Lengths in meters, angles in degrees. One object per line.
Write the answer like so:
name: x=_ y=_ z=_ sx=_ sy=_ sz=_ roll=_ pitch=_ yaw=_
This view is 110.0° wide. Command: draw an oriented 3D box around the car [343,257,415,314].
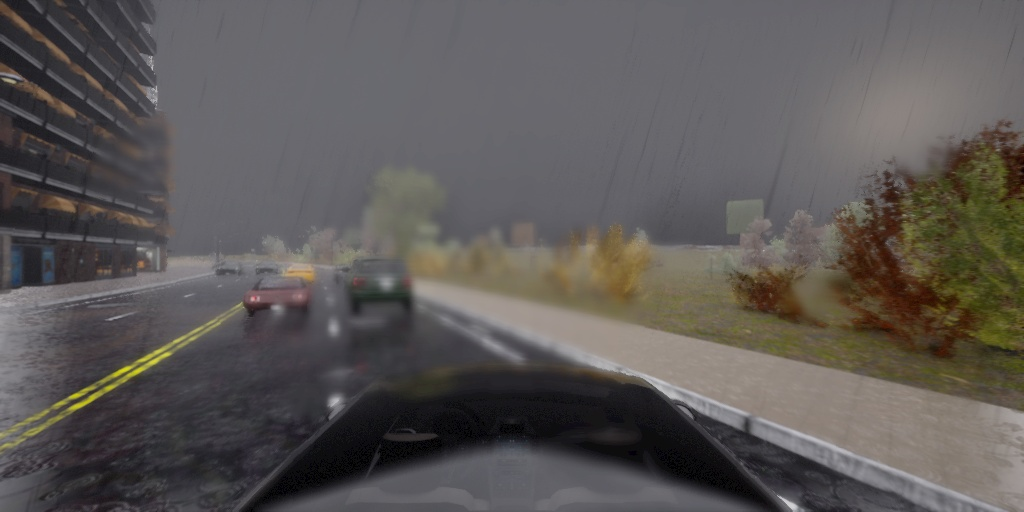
car: x=-5.527 y=1.078 z=14.735 sx=2.150 sy=2.045 sz=5.566 roll=0 pitch=0 yaw=-27

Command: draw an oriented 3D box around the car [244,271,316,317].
car: x=-8.683 y=1.450 z=13.765 sx=1.895 sy=1.301 sz=4.718 roll=0 pitch=0 yaw=-27

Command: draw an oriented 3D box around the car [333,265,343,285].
car: x=-13.271 y=1.455 z=29.090 sx=2.128 sy=1.511 sz=4.902 roll=0 pitch=0 yaw=-29

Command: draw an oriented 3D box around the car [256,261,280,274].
car: x=-28.711 y=1.420 z=42.291 sx=2.097 sy=1.767 sz=4.553 roll=0 pitch=-1 yaw=-31

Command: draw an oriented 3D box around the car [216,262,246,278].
car: x=-30.617 y=1.400 z=39.168 sx=2.097 sy=1.767 sz=4.553 roll=0 pitch=-1 yaw=-31

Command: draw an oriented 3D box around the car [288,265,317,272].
car: x=-16.703 y=1.439 z=28.584 sx=1.882 sy=1.535 sz=5.008 roll=0 pitch=0 yaw=-29
